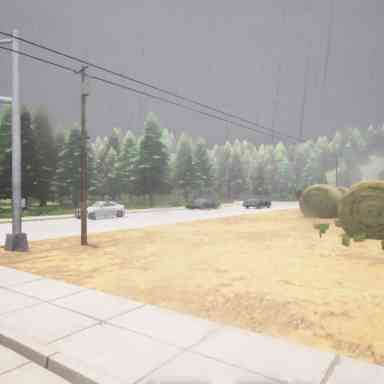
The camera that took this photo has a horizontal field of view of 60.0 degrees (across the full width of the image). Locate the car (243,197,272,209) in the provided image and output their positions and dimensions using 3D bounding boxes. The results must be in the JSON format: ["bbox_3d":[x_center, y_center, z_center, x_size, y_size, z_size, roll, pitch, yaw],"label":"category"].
[{"bbox_3d":[8.495,1.412,43.100,2.033,1.411,5.357,0,0,37],"label":"car"}]

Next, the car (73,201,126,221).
[{"bbox_3d":[-7.575,1.515,27.671,1.812,1.442,4.674,0,0,37],"label":"car"}]

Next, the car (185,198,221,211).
[{"bbox_3d":[1.425,1.457,39.776,2.033,1.411,5.357,0,0,37],"label":"car"}]
